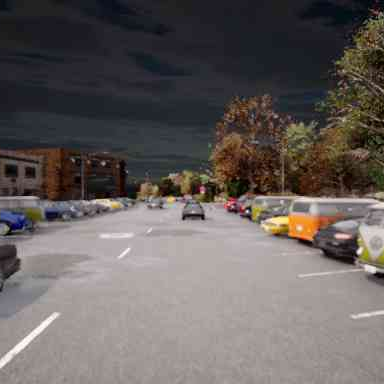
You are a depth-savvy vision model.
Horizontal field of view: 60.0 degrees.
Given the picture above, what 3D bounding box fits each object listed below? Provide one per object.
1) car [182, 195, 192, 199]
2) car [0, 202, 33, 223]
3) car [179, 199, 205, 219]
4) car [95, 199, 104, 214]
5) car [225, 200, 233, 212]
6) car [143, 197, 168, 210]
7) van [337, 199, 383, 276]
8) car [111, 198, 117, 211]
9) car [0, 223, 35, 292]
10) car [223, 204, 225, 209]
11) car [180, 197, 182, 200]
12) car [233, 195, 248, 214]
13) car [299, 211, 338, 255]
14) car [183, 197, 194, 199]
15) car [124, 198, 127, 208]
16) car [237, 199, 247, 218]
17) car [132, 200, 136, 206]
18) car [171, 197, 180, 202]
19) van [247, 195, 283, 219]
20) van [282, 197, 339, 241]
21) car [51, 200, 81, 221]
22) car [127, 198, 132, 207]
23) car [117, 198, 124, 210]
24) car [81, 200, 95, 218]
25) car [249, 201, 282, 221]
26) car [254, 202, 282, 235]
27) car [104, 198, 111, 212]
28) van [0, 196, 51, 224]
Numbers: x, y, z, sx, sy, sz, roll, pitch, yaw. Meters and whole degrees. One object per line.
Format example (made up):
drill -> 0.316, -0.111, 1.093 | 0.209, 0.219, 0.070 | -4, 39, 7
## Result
car -> -0.639, 1.855, 76.474 | 2.097, 1.535, 5.008 | 0, -1, -1
car -> -11.406, 1.510, 17.535 | 5.008, 1.535, 2.097 | -1, 0, -20
car -> 0.108, 1.632, 29.512 | 1.994, 1.385, 4.181 | 0, 0, 0
car -> -11.382, 1.595, 32.216 | 4.792, 1.488, 2.163 | -1, -1, -20
car -> 6.431, 1.607, 35.166 | 4.792, 1.488, 2.163 | 1, -1, -20
car -> -5.011, 1.634, 46.236 | 2.128, 1.511, 4.902 | 0, 0, 0
van -> 6.296, 1.265, 8.610 | 4.442, 1.987, 1.878 | 1, 0, -20
car -> -11.410, 1.631, 38.072 | 4.674, 1.452, 2.002 | -1, -1, -20
car -> -5.098, 1.550, 5.848 | 2.033, 1.411, 5.357 | 0, 0, 0
car -> 6.384, 1.339, 38.085 | 5.566, 2.045, 2.435 | 1, 0, -20
car -> -0.999, 1.700, 82.461 | 2.435, 2.045, 5.566 | 0, -1, -7
car -> 6.378, 1.426, 29.255 | 4.553, 1.767, 2.185 | 1, -1, -20
car -> 6.396, 1.536, 11.602 | 4.674, 1.452, 2.002 | 1, 0, -20
car -> 0.156, 1.701, 45.506 | 1.994, 1.385, 4.181 | 0, 0, 2
car -> -11.410, 1.657, 43.941 | 4.674, 1.452, 2.002 | -1, -1, -20
car -> 6.431, 1.570, 26.331 | 4.792, 1.488, 2.163 | 1, 0, -20
car -> -11.403, 1.657, 52.737 | 4.892, 1.521, 2.231 | -1, 0, -20
car -> -3.452, 2.167, 93.620 | 2.231, 1.521, 4.892 | 0, -1, -18
van -> 6.511, 1.305, 23.422 | 4.442, 1.987, 1.878 | 1, 0, -20
van -> 6.513, 1.278, 14.586 | 4.442, 1.987, 1.878 | 1, 0, -20
car -> -11.443, 1.416, 26.330 | 4.553, 1.767, 2.185 | -1, 0, -20
car -> -11.414, 1.631, 46.874 | 4.892, 1.521, 2.231 | -1, -1, -20
car -> -11.580, 1.603, 40.937 | 5.366, 1.575, 1.946 | -1, 0, -20
car -> -11.416, 1.554, 29.270 | 4.892, 1.521, 2.231 | -1, -1, -20
car -> 6.394, 1.519, 20.432 | 4.892, 1.521, 2.231 | 1, 0, -20
car -> 6.228, 1.504, 17.422 | 5.366, 1.575, 1.946 | 1, 0, -20
car -> -11.419, 1.580, 35.142 | 4.892, 1.521, 2.231 | -1, -1, -20
van -> -11.307, 1.292, 20.514 | 4.442, 1.987, 1.878 | -1, 0, -20
